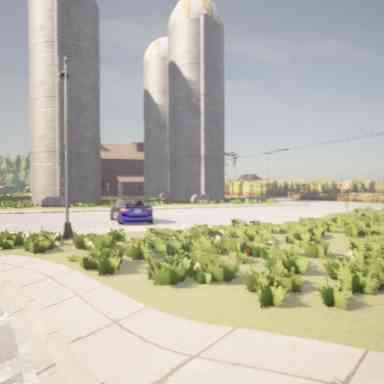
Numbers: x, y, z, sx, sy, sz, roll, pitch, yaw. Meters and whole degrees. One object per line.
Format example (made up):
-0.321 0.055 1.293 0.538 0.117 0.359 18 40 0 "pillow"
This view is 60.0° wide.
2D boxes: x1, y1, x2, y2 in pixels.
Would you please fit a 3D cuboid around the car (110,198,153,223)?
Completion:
-4.052 1.187 21.819 2.242 1.667 4.611 -1 1 -23 "car"
